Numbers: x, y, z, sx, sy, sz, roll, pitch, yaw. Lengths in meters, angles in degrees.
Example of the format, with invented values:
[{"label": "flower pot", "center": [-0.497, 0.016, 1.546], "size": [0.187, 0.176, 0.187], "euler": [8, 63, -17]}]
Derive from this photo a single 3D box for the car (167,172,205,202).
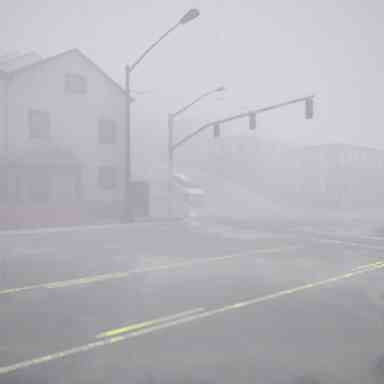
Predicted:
[{"label": "car", "center": [-0.682, -0.536, 37.940], "size": [2.150, 2.045, 5.566], "euler": [0, 22, -37]}]
